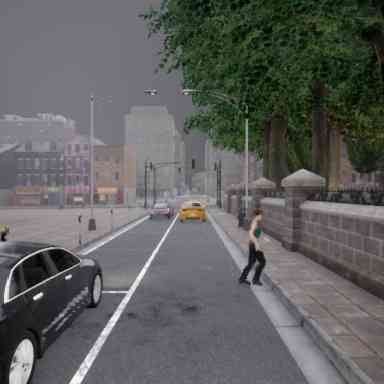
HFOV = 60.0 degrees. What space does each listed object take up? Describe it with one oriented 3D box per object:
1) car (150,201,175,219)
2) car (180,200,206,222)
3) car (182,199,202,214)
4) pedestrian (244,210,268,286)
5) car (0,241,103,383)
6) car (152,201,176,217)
[{"bbox_3d":[-2.631,1.580,28.712,1.802,1.307,4.206,0,0,0],"label":"car"},{"bbox_3d":[0.072,1.476,26.310,1.882,1.535,5.008,0,0,0],"label":"car"},{"bbox_3d":[0.012,1.545,36.799,2.033,1.411,5.357,0,0,0],"label":"car"},{"bbox_3d":[1.524,1.293,7.955,0.375,1.860,0.375,0,0,0],"label":"pedestrian"},{"bbox_3d":[-2.749,1.505,5.012,1.837,1.490,4.892,0,0,0],"label":"car"},{"bbox_3d":[-2.630,1.564,32.375,1.947,1.339,4.313,0,0,0],"label":"car"}]
